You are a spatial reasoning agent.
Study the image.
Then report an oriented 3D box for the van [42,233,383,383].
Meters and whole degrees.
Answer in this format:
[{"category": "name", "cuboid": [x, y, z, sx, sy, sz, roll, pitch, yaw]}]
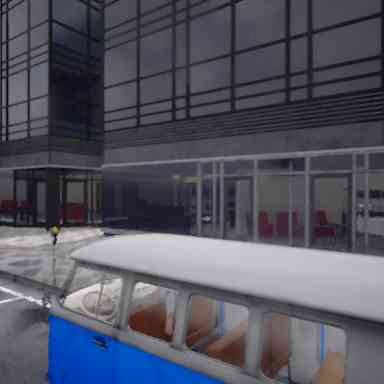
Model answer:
[{"category": "van", "cuboid": [0.477, 1.334, 2.627, 3.998, 1.788, 1.690, 1, 0, 35]}]
